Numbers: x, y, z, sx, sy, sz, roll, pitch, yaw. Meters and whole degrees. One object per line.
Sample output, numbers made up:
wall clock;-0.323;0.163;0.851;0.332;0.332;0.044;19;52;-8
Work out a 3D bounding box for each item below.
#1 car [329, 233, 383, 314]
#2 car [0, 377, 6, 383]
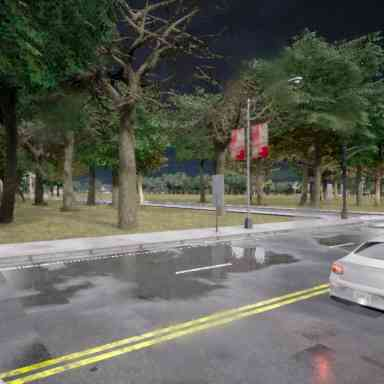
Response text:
car;4.650;1.526;6.739;4.674;1.442;1.812;0;0;-35
car;-3.238;1.526;1.140;4.674;1.442;1.812;0;0;-35
